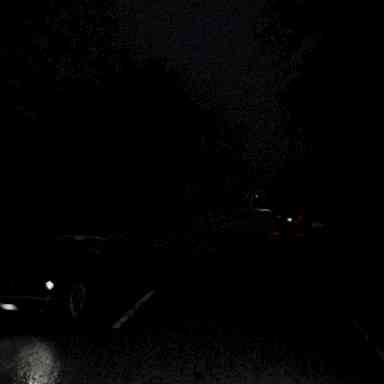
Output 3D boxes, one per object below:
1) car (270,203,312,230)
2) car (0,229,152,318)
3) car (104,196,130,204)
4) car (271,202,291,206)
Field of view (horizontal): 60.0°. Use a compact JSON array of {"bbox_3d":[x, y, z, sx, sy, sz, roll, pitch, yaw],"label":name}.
[{"bbox_3d":[6.755,1.669,22.012,1.994,1.385,4.181,0,0,24],"label":"car"},{"bbox_3d":[-2.558,1.605,7.666,1.895,1.301,4.718,0,0,13],"label":"car"},{"bbox_3d":[-10.067,1.208,47.632,5.008,1.535,1.882,1,-1,-12],"label":"car"},{"bbox_3d":[10.872,1.850,38.789,1.895,1.301,4.718,1,-1,-10],"label":"car"}]
